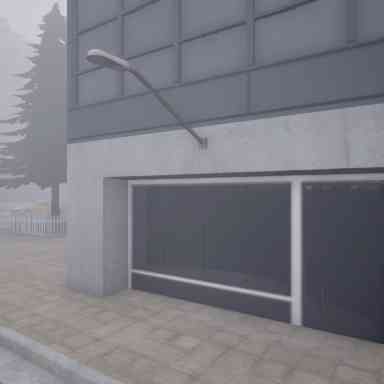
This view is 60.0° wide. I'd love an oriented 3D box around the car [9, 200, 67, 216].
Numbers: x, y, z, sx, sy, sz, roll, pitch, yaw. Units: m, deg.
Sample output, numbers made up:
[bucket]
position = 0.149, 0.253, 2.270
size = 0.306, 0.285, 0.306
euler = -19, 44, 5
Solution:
[car]
position = -13.826, 1.502, 30.141
size = 1.882, 1.535, 5.008
euler = 0, 0, 34
